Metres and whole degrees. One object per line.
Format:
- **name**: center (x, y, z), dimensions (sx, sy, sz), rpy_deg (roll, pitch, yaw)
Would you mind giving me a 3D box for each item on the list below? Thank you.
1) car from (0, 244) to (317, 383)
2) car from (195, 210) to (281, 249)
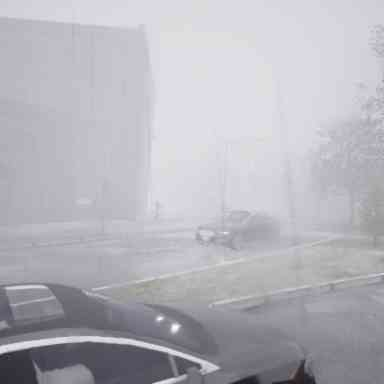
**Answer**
- **car**: center (-1.104, 1.495, 2.417), dimensions (4.902, 1.511, 2.128), rpy_deg (1, -1, -34)
- **car**: center (2.177, 1.567, 14.693), dimensions (2.128, 1.511, 4.902), rpy_deg (1, 0, 43)
